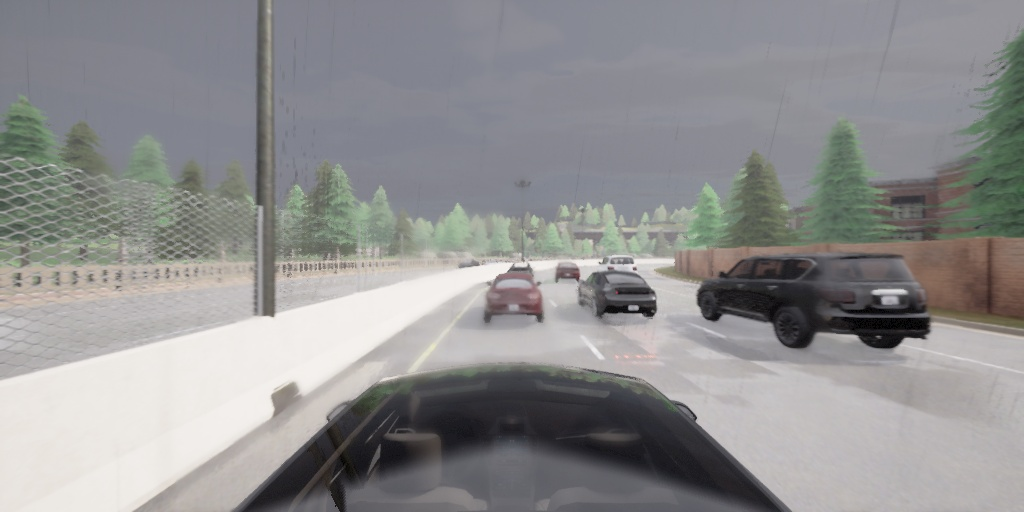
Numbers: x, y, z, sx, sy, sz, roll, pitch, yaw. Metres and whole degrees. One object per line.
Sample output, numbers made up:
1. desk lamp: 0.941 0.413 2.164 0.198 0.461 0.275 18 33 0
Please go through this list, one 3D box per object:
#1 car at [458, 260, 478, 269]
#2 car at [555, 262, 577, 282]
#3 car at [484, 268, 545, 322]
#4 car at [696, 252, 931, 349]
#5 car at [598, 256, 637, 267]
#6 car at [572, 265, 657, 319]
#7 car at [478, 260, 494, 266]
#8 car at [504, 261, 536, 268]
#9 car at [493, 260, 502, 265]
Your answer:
1. car: -6.720 1.292 56.262 1.812 1.442 4.674 0 0 21
2. car: 4.503 1.236 29.110 1.882 1.535 5.008 0 0 7
3. car: 0.073 1.279 12.203 1.812 1.442 4.674 0 0 0
4. car: 7.046 0.967 9.337 2.150 2.045 5.566 0 -1 0
5. car: 7.662 0.981 26.412 2.150 2.045 5.566 0 0 6
6. car: 3.581 1.260 12.912 1.837 1.490 4.892 0 0 1
7. car: -3.042 1.292 56.067 1.812 1.442 4.674 0 0 22
8. car: 0.791 1.250 27.668 2.128 1.511 4.902 0 0 7
9. car: -0.567 1.366 52.787 1.895 1.301 4.718 0 0 20
